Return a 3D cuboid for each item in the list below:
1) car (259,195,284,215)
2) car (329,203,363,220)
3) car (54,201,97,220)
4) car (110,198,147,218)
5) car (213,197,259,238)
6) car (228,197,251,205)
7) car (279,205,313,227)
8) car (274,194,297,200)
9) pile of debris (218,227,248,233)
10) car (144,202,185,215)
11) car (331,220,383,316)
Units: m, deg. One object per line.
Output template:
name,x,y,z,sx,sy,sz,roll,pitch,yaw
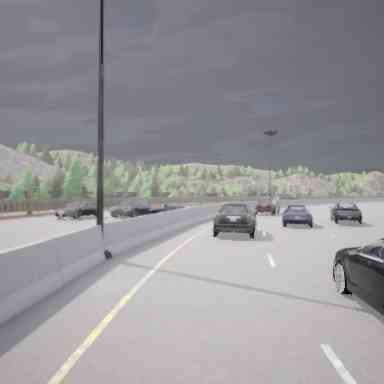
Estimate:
car,8.084,1.445,35.335,2.097,1.767,4.553,0,0,23
car,11.666,1.563,25.366,2.128,1.511,4.902,0,0,18
car,-9.566,1.507,28.330,2.128,1.511,4.902,0,0,17
car,-5.400,1.387,29.932,2.097,1.767,4.553,0,0,19
car,2.456,1.376,18.311,2.097,1.767,4.553,1,0,12
car,9.250,1.752,64.454,2.128,1.511,4.902,0,0,39
car,7.403,1.618,23.440,1.994,1.385,4.181,0,0,16
car,18.728,1.425,64.997,2.150,2.045,5.566,0,0,39
pile of debris,2.429,2.205,19.398,1.500,0.140,1.860,0,0,13
car,-2.052,1.643,29.103,1.895,1.301,4.718,0,0,19
car,4.030,1.511,5.780,2.128,1.511,4.902,0,0,5
